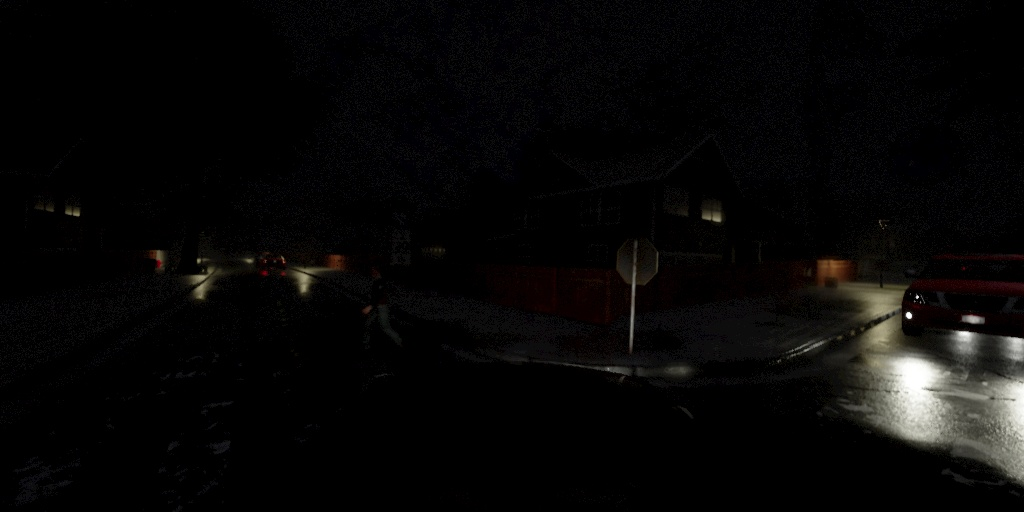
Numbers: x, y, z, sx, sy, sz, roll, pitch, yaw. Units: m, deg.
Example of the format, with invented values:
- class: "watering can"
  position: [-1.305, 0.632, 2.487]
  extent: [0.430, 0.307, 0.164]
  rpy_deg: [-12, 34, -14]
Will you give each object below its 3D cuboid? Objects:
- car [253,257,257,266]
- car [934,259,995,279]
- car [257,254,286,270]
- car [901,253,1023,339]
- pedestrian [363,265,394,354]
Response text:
- class: "car"
  position: [-32.176, 0.566, 46.493]
  extent: [1.812, 1.442, 4.674]
  rpy_deg: [2, 0, -40]
- class: "car"
  position: [44.970, 1.254, 35.785]
  extent: [2.097, 1.767, 4.553]
  rpy_deg: [2, 1, 28]
- class: "car"
  position: [-25.956, 0.553, 38.893]
  extent: [2.097, 1.767, 4.553]
  rpy_deg: [2, 0, -39]
- class: "car"
  position: [11.712, 0.948, 8.958]
  extent: [5.566, 2.045, 2.150]
  rpy_deg: [0, 1, -36]
- class: "pedestrian"
  position: [-2.666, 1.019, 7.152]
  extent: [0.375, 1.860, 0.375]
  rpy_deg: [1, 1, -35]
